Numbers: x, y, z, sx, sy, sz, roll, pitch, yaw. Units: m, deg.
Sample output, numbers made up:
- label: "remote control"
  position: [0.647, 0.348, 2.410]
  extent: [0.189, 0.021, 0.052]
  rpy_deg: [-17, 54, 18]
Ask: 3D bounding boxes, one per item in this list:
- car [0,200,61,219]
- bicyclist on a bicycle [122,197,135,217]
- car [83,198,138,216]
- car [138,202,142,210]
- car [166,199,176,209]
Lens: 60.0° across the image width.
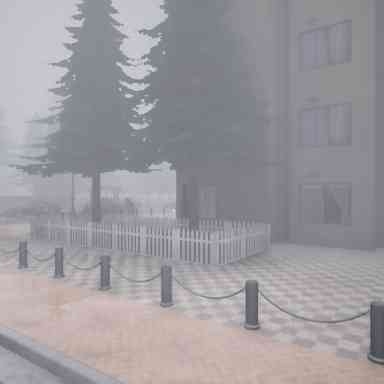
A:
- label: "car"
  position: [-13.914, 1.476, 28.872]
  extent: [2.128, 1.511, 4.902]
  rpy_deg: [0, 0, 37]
- label: "bicyclist on a bicycle"
  position: [-5.309, 1.285, 27.828]
  extent: [1.656, 1.620, 0.582]
  rpy_deg: [0, 0, 37]
- label: "car"
  position: [-7.709, 1.337, 30.921]
  extent: [2.097, 1.767, 4.553]
  rpy_deg: [0, 0, 37]
- label: "car"
  position: [-7.788, 1.462, 36.924]
  extent: [1.882, 1.535, 5.008]
  rpy_deg: [0, 0, 37]
- label: "car"
  position: [-1.574, 1.510, 45.053]
  extent: [1.812, 1.442, 4.674]
  rpy_deg: [0, 0, 37]
